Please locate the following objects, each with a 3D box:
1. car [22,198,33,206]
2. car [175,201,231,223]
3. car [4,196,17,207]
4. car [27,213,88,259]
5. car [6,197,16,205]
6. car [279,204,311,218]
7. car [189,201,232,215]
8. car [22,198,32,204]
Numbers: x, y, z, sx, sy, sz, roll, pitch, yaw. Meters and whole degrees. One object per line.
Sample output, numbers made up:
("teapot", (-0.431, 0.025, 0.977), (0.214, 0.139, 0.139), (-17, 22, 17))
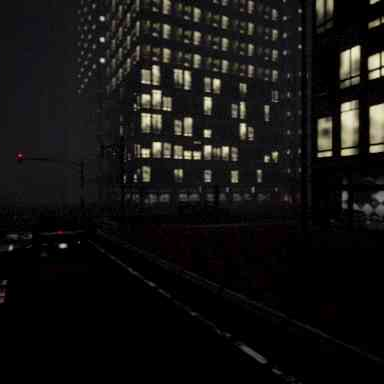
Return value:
("car", (-33.723, 2.164, 68.439), (2.033, 1.411, 5.357), (0, 0, -27))
("car", (0.988, 1.673, 29.171), (5.009, 1.841, 2.192), (0, 0, -26))
("car", (-36.632, 1.869, 66.986), (2.150, 2.045, 5.566), (0, 0, -27))
("car", (-5.432, 1.610, 13.371), (2.128, 1.511, 4.902), (0, 0, -27))
("car", (-41.375, 2.043, 76.226), (1.882, 1.535, 5.008), (0, 0, -27))
("car", (11.264, 1.913, 34.223), (4.829, 1.417, 1.752), (0, 0, -26))
("car", (2.196, 1.840, 39.104), (4.829, 1.417, 1.752), (0, 0, -26))
("car", (-38.482, 2.098, 77.709), (1.994, 1.385, 4.181), (0, 0, -27))
